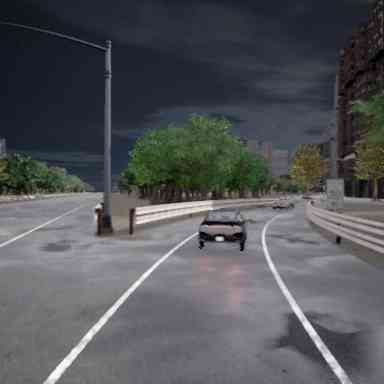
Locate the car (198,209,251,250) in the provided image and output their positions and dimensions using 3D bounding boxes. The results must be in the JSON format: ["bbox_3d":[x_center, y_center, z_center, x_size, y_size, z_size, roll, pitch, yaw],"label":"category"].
[{"bbox_3d":[1.472,1.501,14.560,2.128,1.511,4.902,0,0,11],"label":"car"}]

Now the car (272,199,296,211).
[{"bbox_3d":[11.665,1.588,42.147,2.033,1.411,5.357,0,0,30],"label":"car"}]
